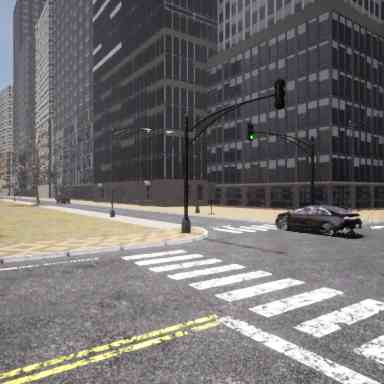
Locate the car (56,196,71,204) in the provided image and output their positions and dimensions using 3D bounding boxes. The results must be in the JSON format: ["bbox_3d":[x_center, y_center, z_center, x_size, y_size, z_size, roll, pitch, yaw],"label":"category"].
[{"bbox_3d":[-24.713,1.511,63.735,1.837,1.490,4.892,0,0,-35],"label":"car"}]

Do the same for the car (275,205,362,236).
[{"bbox_3d":[6.865,1.494,18.542,2.128,1.511,4.902,0,0,-34],"label":"car"}]
